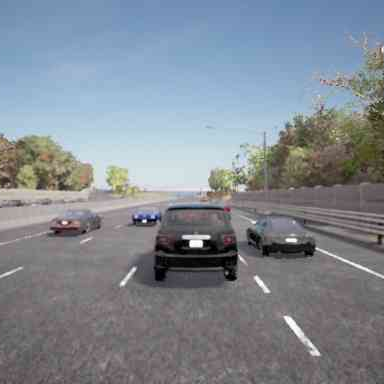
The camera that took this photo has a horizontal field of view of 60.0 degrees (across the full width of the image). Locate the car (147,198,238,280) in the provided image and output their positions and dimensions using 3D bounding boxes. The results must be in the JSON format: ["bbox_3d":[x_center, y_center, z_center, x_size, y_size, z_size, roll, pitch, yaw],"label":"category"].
[{"bbox_3d":[0.097,1.315,10.401,2.150,2.045,5.566,0,0,0],"label":"car"}]

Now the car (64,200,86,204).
[{"bbox_3d":[-17.577,1.977,51.625,1.837,1.490,4.892,0,0,0],"label":"car"}]

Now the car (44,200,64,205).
[{"bbox_3d":[-21.069,2.007,52.515,1.812,1.442,4.674,0,0,1],"label":"car"}]

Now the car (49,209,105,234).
[{"bbox_3d":[-6.909,1.732,20.548,2.033,1.411,5.357,0,-1,0],"label":"car"}]

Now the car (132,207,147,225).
[{"bbox_3d":[-3.408,1.836,26.116,1.895,1.301,4.718,0,-1,0],"label":"car"}]

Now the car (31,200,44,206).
[{"bbox_3d":[-24.561,1.994,54.685,2.128,1.511,4.902,0,-1,1],"label":"car"}]

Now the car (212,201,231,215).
[{"bbox_3d":[3.486,1.845,40.373,1.882,1.535,5.008,0,-1,0],"label":"car"}]

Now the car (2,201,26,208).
[{"bbox_3d":[-28.059,2.045,52.573,1.994,1.385,4.181,0,-1,1],"label":"car"}]

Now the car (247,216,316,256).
[{"bbox_3d":[3.495,1.687,13.710,1.994,1.385,4.181,0,-1,0],"label":"car"}]

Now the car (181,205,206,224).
[{"bbox_3d":[0.091,1.820,28.310,1.994,1.385,4.181,0,-1,0],"label":"car"}]
